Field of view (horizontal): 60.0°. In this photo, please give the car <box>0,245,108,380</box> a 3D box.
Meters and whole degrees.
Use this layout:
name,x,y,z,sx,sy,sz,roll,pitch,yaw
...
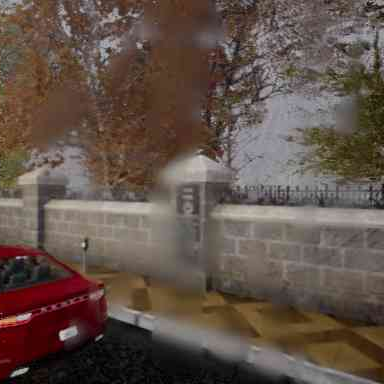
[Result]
name,x,y,z,sx,sy,sz,roll,pitch,yaw
car,-3.269,1.525,5.238,4.507,1.381,1.887,0,0,36
